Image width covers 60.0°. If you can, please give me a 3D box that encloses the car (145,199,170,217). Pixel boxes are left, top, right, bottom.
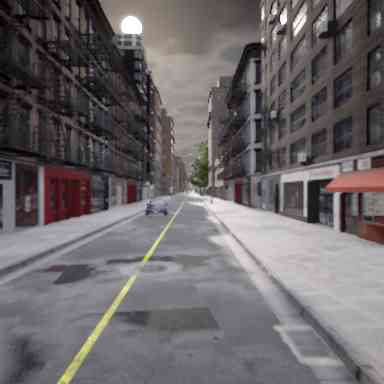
[{"bbox_3d":[-3.006,1.356,29.699,1.812,1.442,4.674,0,0,0],"label":"car"}]
